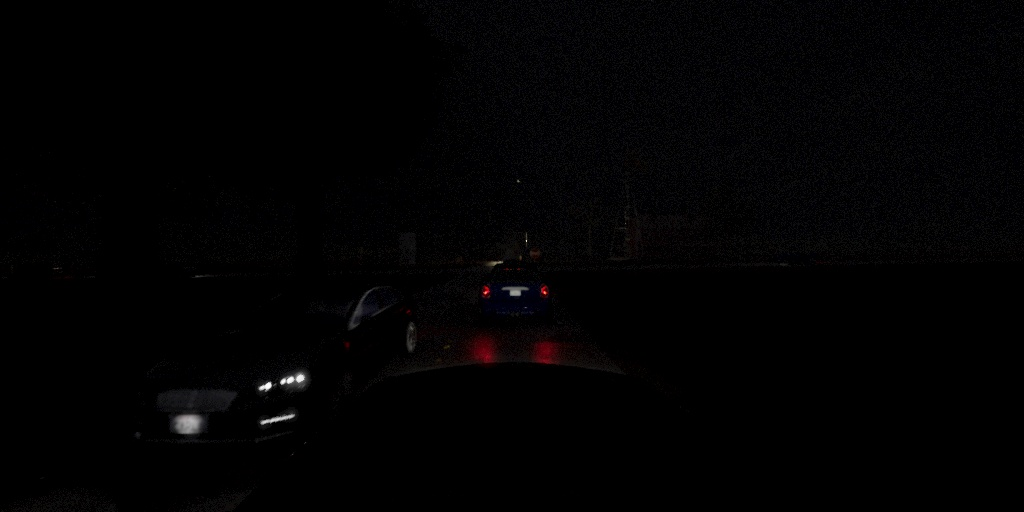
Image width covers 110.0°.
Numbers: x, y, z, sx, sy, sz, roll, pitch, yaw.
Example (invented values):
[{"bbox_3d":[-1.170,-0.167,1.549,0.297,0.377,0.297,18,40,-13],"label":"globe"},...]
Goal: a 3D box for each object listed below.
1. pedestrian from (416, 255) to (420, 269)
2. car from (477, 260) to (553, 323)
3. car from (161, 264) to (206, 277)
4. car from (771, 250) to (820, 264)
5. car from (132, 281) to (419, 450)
[{"bbox_3d":[-12.201,0.732,46.015,0.375,1.860,0.375,0,3,0],"label":"pedestrian"},{"bbox_3d":[0.084,0.979,11.737,2.097,1.767,4.553,0,1,0],"label":"car"},{"bbox_3d":[-37.599,1.585,40.174,5.357,1.411,2.033,-1,2,0],"label":"car"},{"bbox_3d":[33.734,0.071,42.780,5.008,1.535,1.882,-1,2,0],"label":"car"},{"bbox_3d":[-2.853,1.191,5.611,2.128,1.511,4.902,0,1,0],"label":"car"}]
